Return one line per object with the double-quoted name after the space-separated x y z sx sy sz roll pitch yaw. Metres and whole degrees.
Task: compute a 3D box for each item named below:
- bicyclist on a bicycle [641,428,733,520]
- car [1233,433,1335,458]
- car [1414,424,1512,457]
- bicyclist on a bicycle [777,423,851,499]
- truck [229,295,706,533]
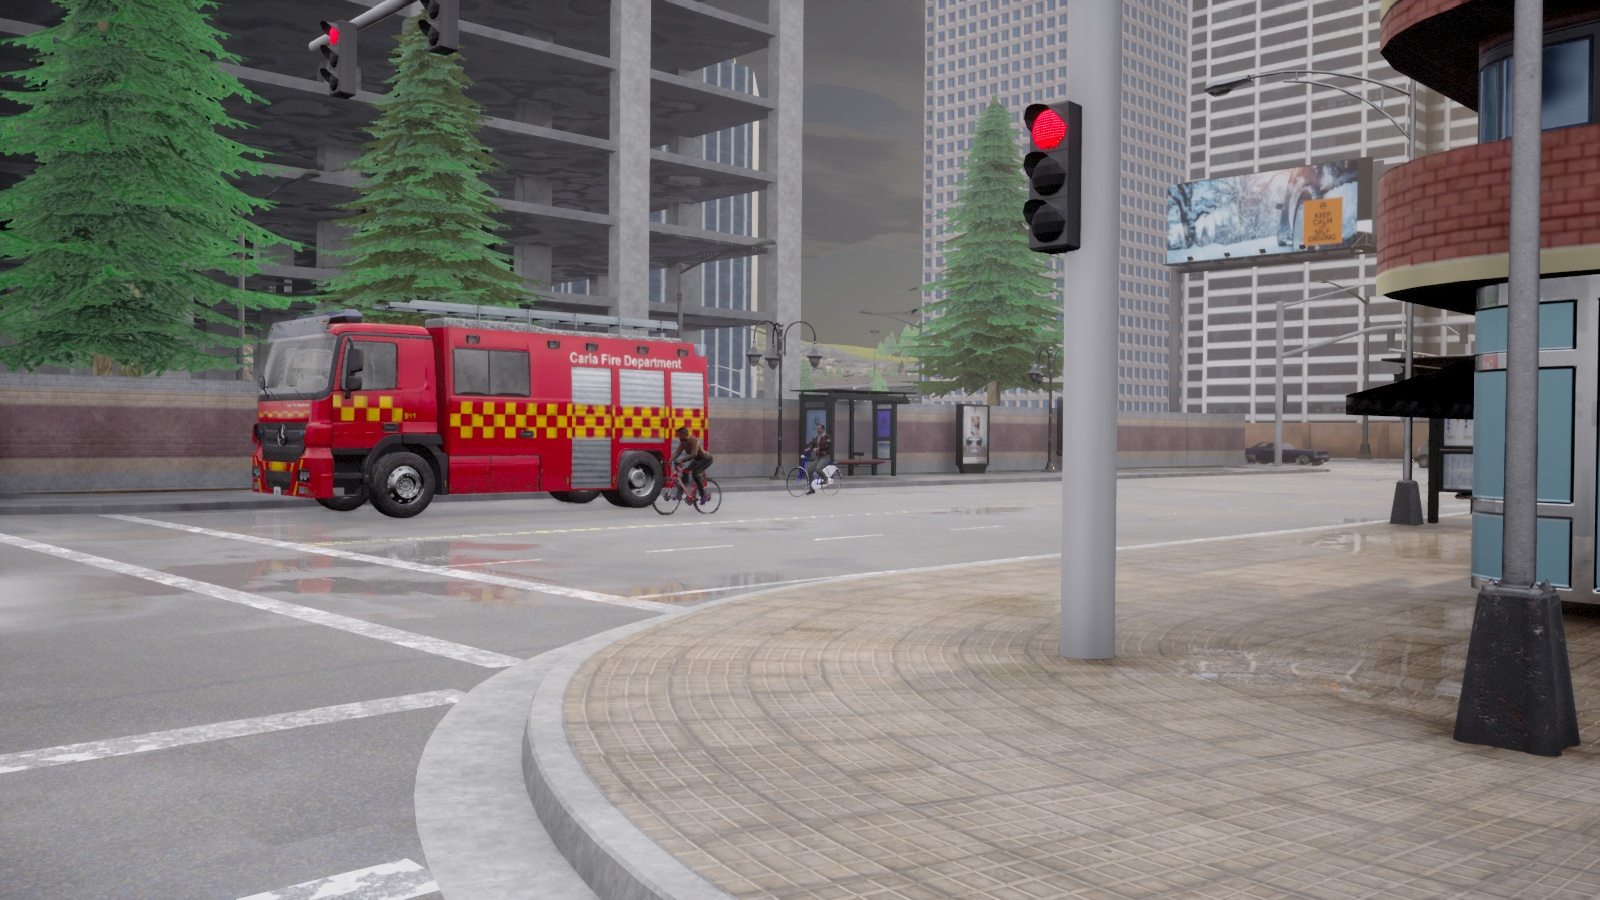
-2.070 0.441 23.082 1.656 1.620 0.582 1 -1 -44 "bicyclist on a bicycle"
25.798 -0.262 67.048 1.895 1.301 4.718 -1 1 -43 "car"
33.658 -0.491 63.819 1.851 1.617 3.988 -1 1 -43 "car"
0.346 0.242 30.206 1.843 1.776 0.659 -1 1 -44 "bicyclist on a bicycle"
-6.031 -0.653 24.140 8.468 3.827 2.891 -1 1 -44 "truck"
